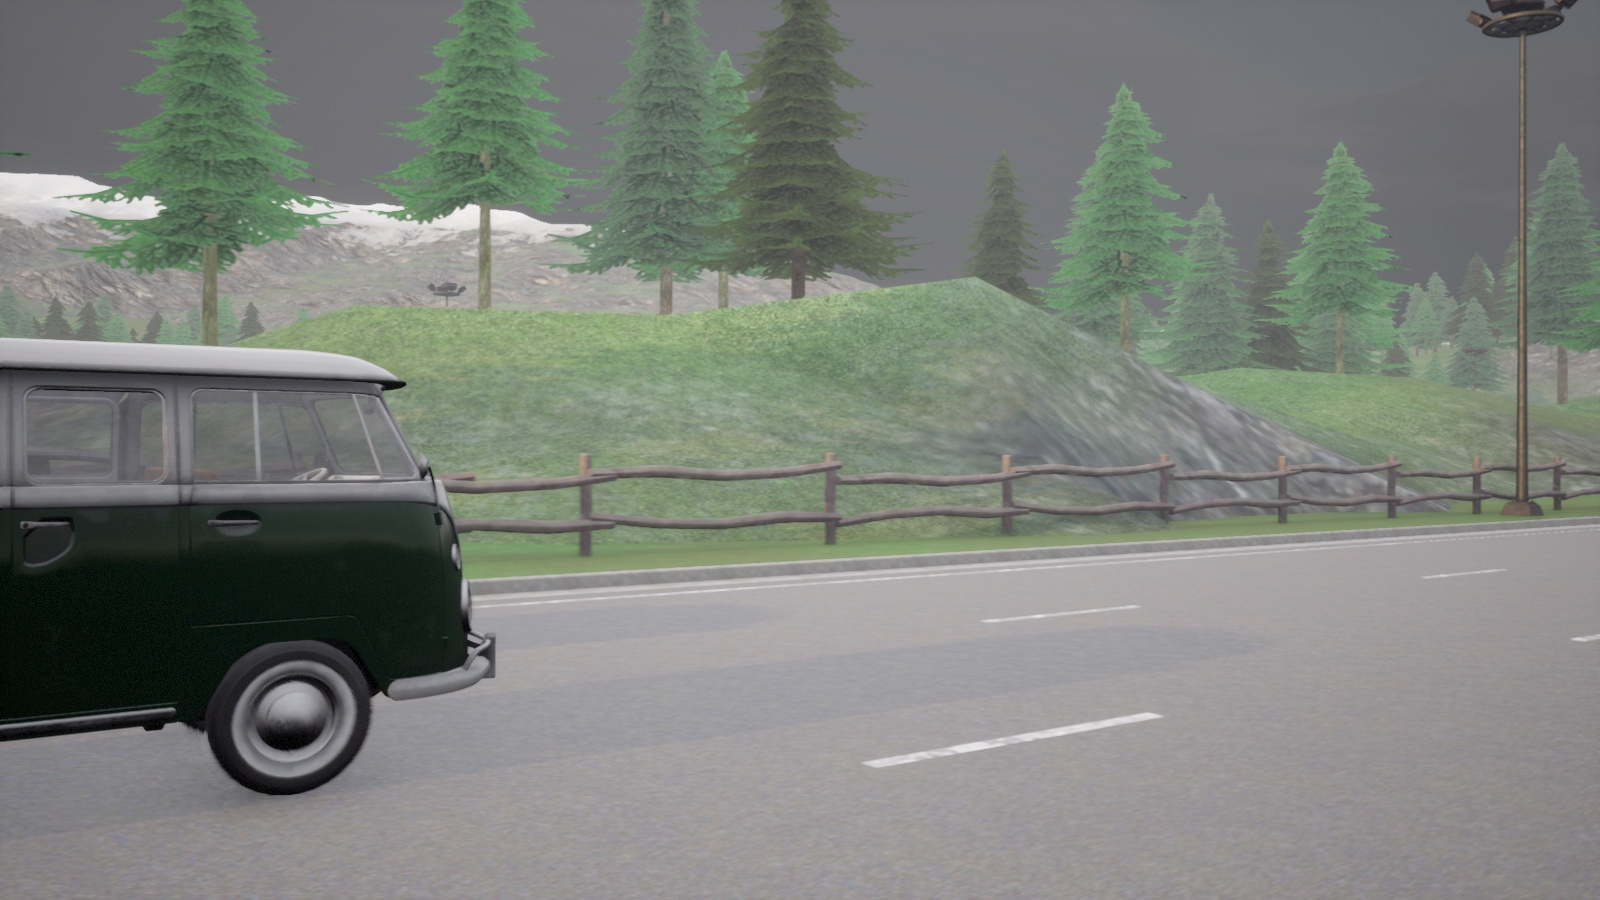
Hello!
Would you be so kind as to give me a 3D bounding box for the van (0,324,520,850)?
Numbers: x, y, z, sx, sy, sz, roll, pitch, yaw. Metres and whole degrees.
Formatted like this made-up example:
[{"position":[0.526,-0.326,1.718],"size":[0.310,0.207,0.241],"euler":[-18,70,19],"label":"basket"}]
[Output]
[{"position":[-3.653,0.520,5.382],"size":[4.442,1.987,1.775],"euler":[0,0,-35],"label":"van"}]
